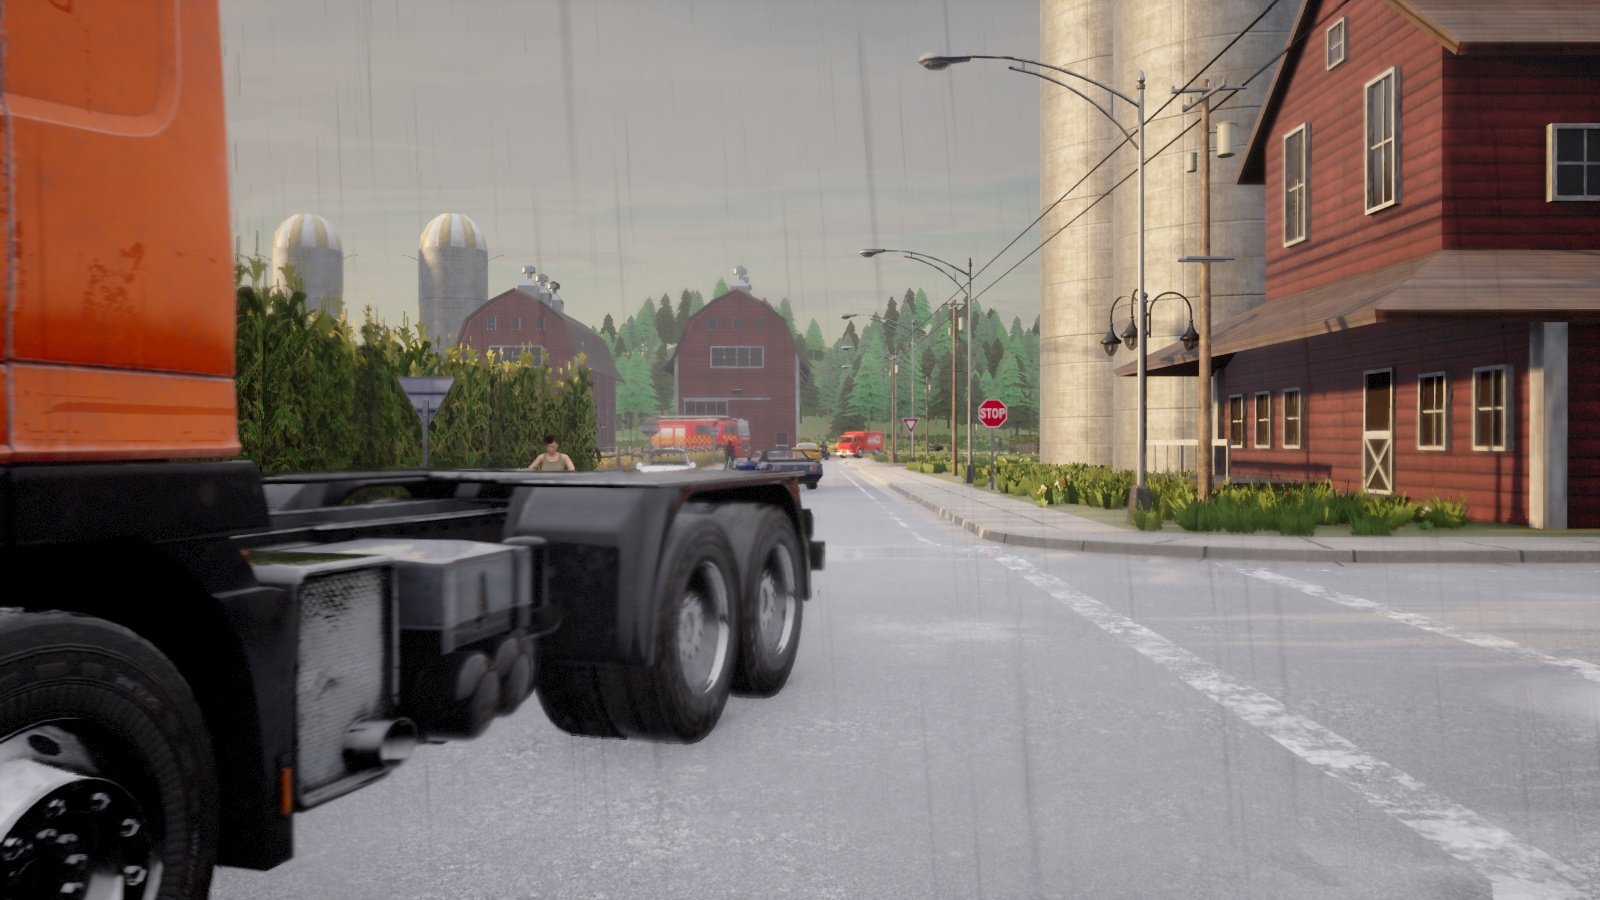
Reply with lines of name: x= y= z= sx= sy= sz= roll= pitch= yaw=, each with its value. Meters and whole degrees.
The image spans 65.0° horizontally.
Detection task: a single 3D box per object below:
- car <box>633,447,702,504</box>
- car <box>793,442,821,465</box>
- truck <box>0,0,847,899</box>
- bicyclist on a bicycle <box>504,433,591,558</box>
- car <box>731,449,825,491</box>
car: x=-3.307 y=0.621 z=31.663 sx=1.481 sy=1.376 sz=2.207 roll=0 pitch=0 yaw=0
car: x=0.502 y=0.231 z=87.415 sx=1.882 sy=1.535 sz=5.008 roll=0 pitch=0 yaw=0
truck: x=-2.238 y=-0.266 z=5.156 sx=2.891 sy=3.462 sz=7.936 roll=0 pitch=0 yaw=17
bicyclist on a bicycle: x=-3.387 y=0.582 z=16.964 sx=0.866 sy=1.612 sz=1.509 roll=0 pitch=0 yaw=1
car: x=-0.798 y=0.613 z=41.345 sx=1.895 sy=1.301 sz=4.718 roll=0 pitch=0 yaw=-16
